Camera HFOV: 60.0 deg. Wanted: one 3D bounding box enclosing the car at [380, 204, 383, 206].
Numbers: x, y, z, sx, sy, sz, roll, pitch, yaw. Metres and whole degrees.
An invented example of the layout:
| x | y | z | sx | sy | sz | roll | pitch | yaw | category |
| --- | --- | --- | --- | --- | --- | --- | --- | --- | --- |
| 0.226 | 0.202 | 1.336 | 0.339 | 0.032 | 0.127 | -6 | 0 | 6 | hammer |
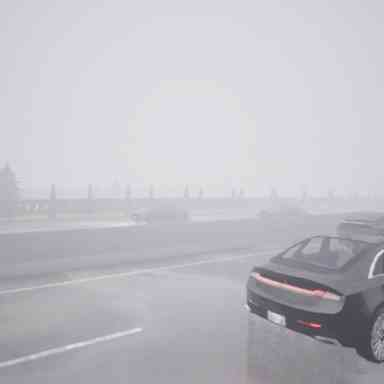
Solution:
| x | y | z | sx | sy | sz | roll | pitch | yaw | category |
| --- | --- | --- | --- | --- | --- | --- | --- | --- | --- |
| 17.741 | 1.529 | 29.075 | 4.674 | 1.442 | 1.812 | 0 | 0 | -35 | car |

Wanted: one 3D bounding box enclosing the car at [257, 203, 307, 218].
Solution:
| x | y | z | sx | sy | sz | roll | pitch | yaw | category |
| --- | --- | --- | --- | --- | --- | --- | --- | --- | --- |
| 7.022 | 1.531 | 25.907 | 4.181 | 1.385 | 1.994 | 0 | 0 | -35 | car |

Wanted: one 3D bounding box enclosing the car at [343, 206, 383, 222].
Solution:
| x | y | z | sx | sy | sz | roll | pitch | yaw | category |
| --- | --- | --- | --- | --- | --- | --- | --- | --- | --- |
| 7.768 | 1.495 | 13.396 | 4.892 | 1.490 | 1.837 | 0 | 0 | -35 | car |

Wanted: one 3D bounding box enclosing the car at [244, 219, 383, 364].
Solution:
| x | y | z | sx | sy | sz | roll | pitch | yaw | category |
| --- | --- | --- | --- | --- | --- | --- | --- | --- | --- |
| 3.118 | 1.485 | 5.871 | 4.902 | 1.511 | 2.128 | 0 | 0 | -35 | car |

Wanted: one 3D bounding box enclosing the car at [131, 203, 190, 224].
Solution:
| x | y | z | sx | sy | sz | roll | pitch | yaw | category |
| --- | --- | --- | --- | --- | --- | --- | --- | --- | --- |
| -2.218 | 1.505 | 23.752 | 4.181 | 1.385 | 1.994 | 0 | 0 | -35 | car |
